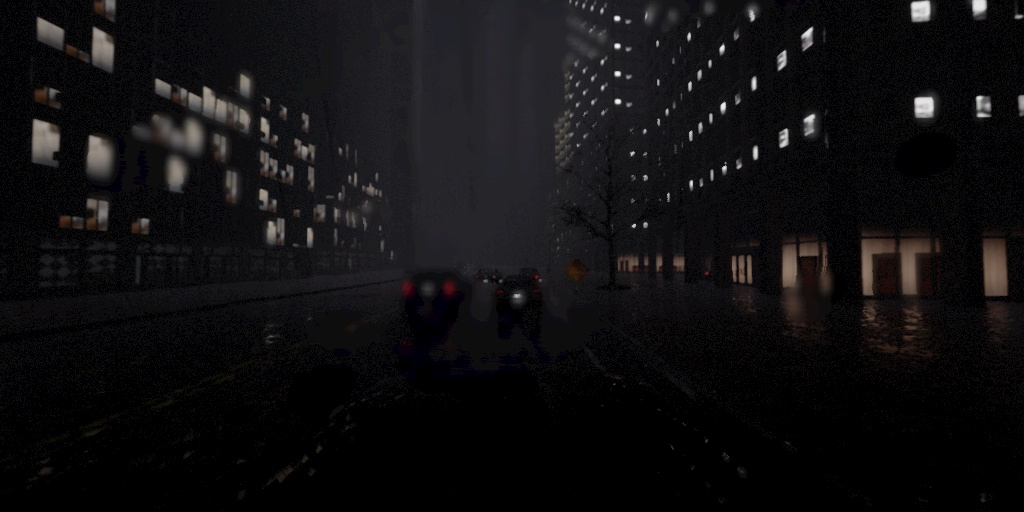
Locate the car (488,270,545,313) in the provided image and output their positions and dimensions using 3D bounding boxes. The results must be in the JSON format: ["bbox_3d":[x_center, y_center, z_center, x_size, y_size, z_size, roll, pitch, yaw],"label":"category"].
[{"bbox_3d":[0.357,1.458,14.881,1.994,1.385,4.181,0,-1,4],"label":"car"}]

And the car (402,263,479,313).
[{"bbox_3d":[-2.887,1.250,15.042,2.097,1.767,4.553,0,-1,4],"label":"car"}]

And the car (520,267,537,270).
[{"bbox_3d":[1.333,1.599,28.889,2.033,1.411,5.357,0,-1,3],"label":"car"}]

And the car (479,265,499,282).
[{"bbox_3d":[-1.870,1.666,29.803,1.895,1.301,4.718,0,-1,3],"label":"car"}]

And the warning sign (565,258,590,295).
[{"bbox_3d":[3.433,1.046,18.763,1.300,1.860,1.060,0,0,4],"label":"warning sign"}]
